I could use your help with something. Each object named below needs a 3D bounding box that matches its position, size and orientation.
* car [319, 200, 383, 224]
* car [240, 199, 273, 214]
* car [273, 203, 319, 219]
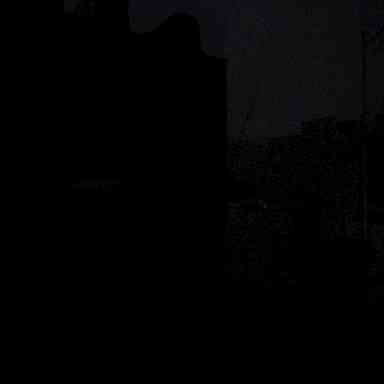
[{"bbox_3d":[13.425,1.532,27.086,2.192,1.841,5.009,0,1,-35],"label":"car"},{"bbox_3d":[7.152,1.529,35.884,1.967,1.590,4.097,0,1,-35],"label":"car"},{"bbox_3d":[10.287,1.718,31.487,1.947,1.339,4.313,0,1,-35],"label":"car"}]
